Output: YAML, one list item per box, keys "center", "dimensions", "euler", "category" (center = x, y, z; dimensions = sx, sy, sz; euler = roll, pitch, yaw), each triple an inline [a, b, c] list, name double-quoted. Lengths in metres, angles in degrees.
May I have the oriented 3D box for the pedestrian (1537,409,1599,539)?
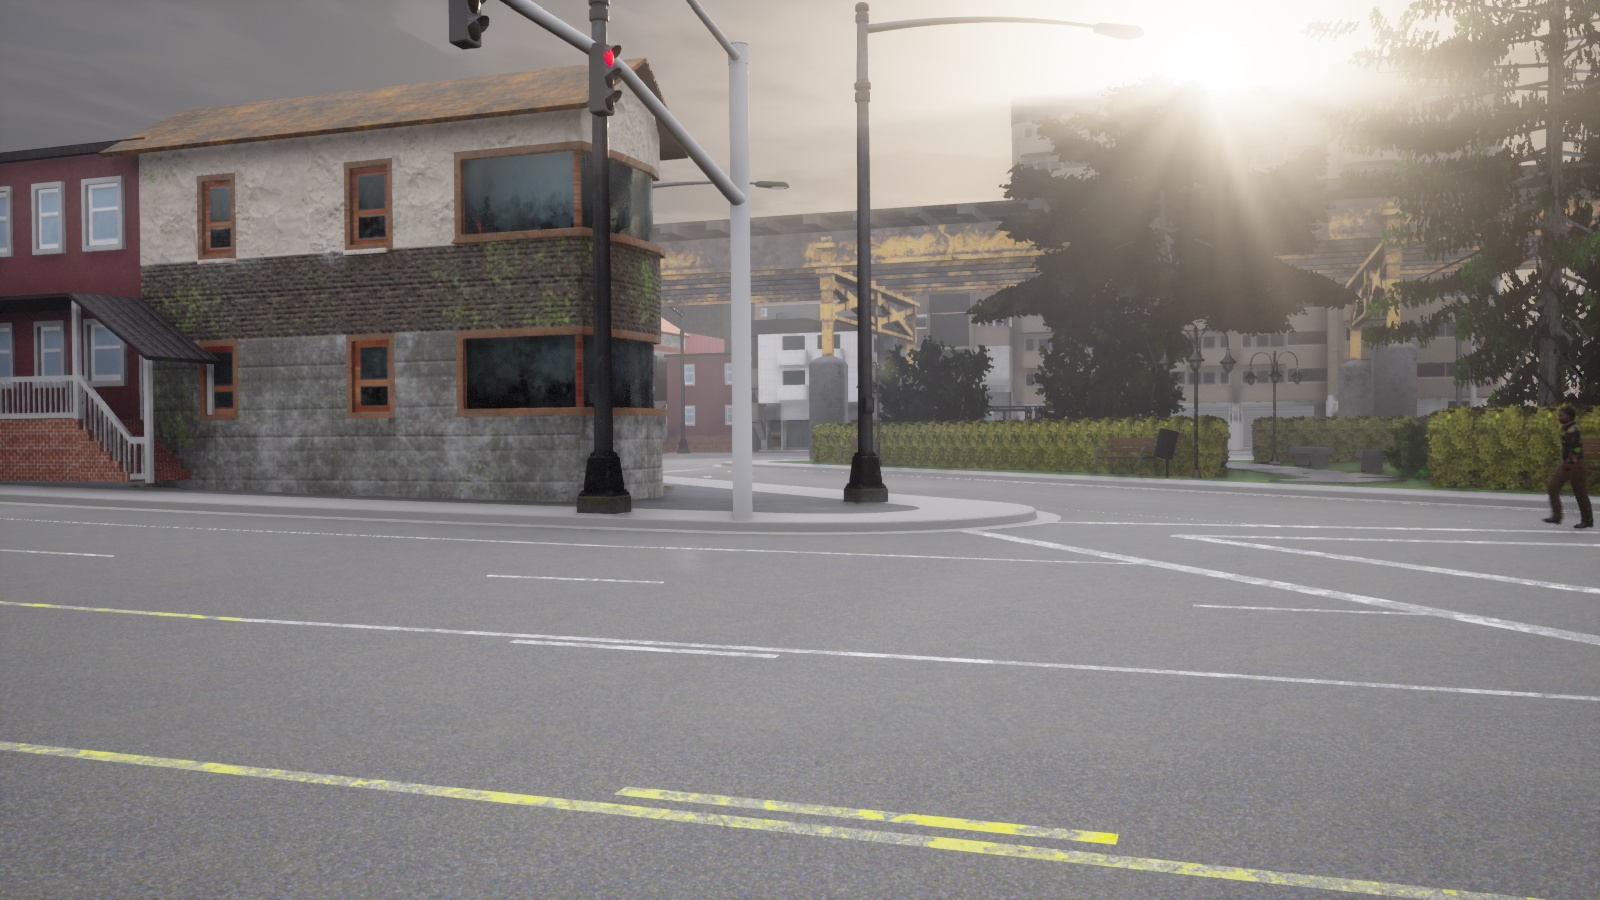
- center: [11.536, 0.349, 18.872]
  dimensions: [0.692, 1.930, 0.395]
  euler: [0, 1, 11]
  category: "pedestrian"
